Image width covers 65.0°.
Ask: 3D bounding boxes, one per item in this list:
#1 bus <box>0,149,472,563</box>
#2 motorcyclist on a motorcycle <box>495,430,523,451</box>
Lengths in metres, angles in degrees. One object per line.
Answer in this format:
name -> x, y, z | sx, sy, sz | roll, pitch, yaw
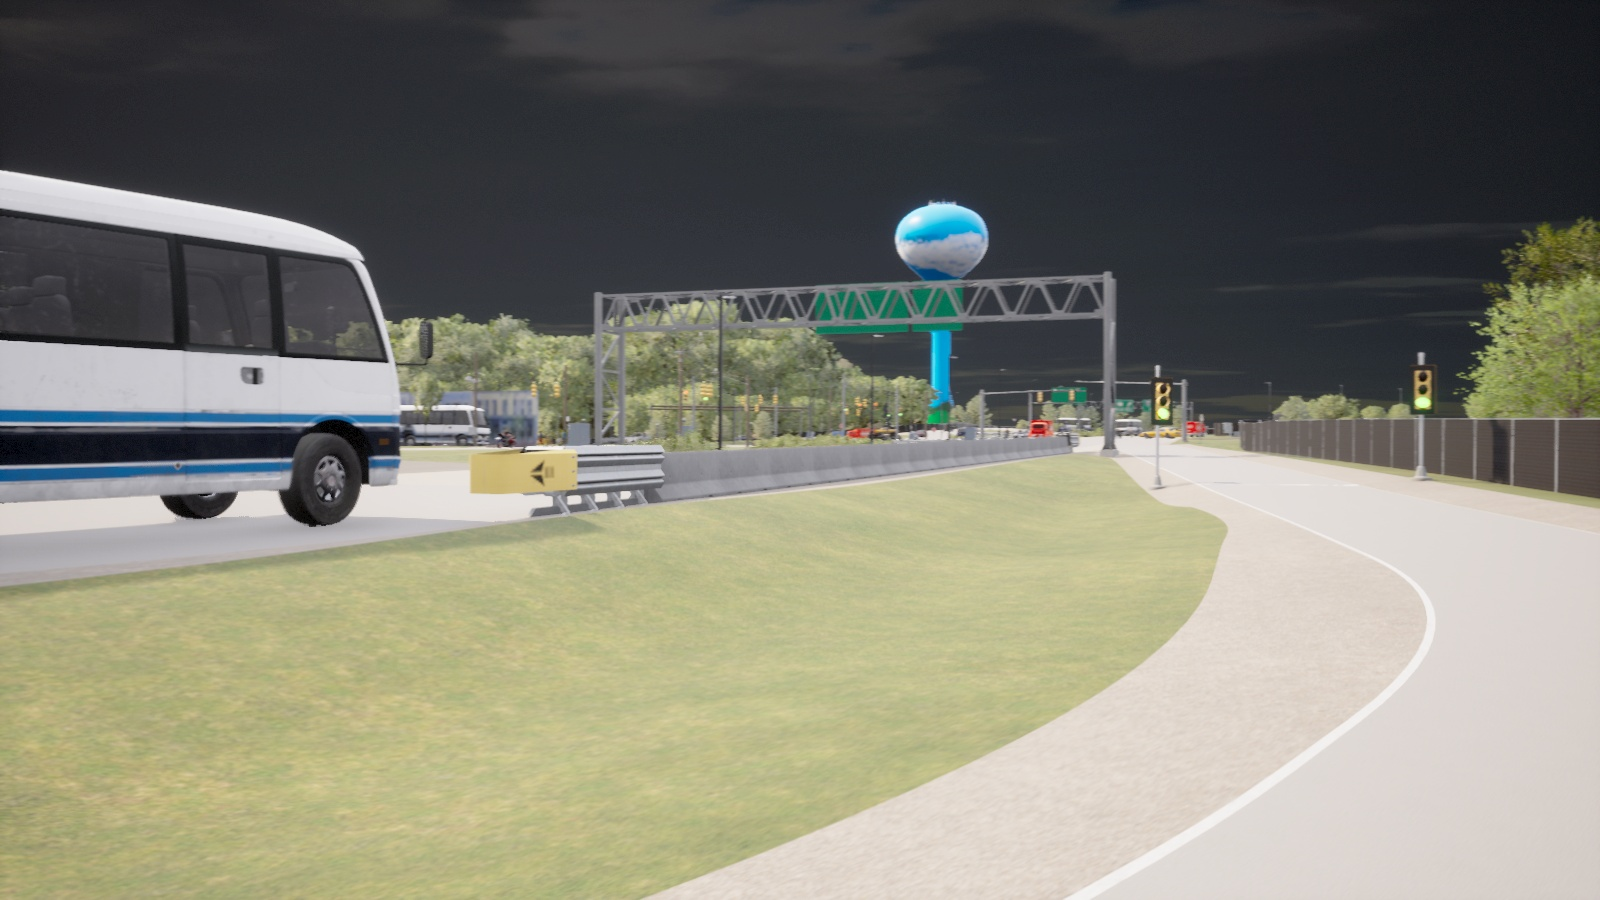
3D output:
bus -> -9.171, -1.005, 15.248 | 3.944, 4.253, 10.273 | 0, 1, 30
motorcyclist on a motorcycle -> -21.765, -0.722, 93.869 | 0.866, 1.530, 2.191 | 0, 0, 24
